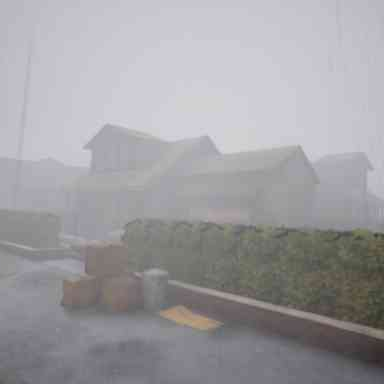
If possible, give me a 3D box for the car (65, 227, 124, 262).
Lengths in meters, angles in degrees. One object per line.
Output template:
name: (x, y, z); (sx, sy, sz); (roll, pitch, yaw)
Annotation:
car: (-2.209, 2.102, 13.556); (5.357, 1.415, 2.033); (5, -5, -43)
